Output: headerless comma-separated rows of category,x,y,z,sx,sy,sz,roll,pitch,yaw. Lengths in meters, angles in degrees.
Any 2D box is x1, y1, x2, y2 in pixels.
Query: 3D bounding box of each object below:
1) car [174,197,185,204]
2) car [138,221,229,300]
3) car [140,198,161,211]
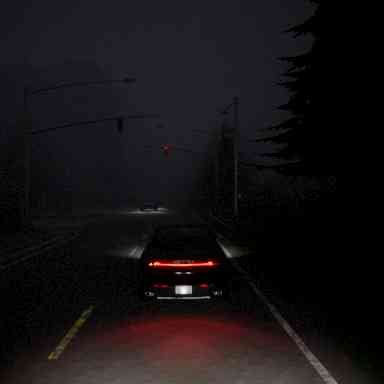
car,-2.329,1.563,61.330,1.994,1.385,4.181,0,0,-2
car,-0.226,1.505,8.380,1.837,1.490,4.892,0,0,-2
car,-5.175,1.525,40.688,1.812,1.442,4.674,0,0,-3
